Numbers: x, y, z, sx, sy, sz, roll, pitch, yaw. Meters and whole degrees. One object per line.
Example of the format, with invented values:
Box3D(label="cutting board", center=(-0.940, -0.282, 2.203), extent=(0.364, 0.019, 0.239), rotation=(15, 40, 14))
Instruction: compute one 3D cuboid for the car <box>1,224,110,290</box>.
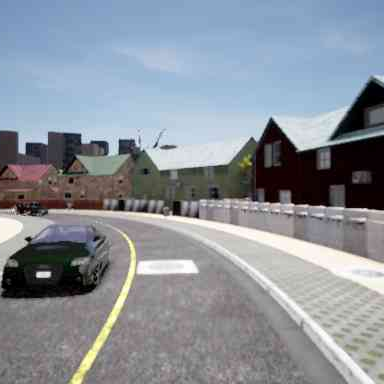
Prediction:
Box3D(label="car", center=(-3.406, 1.590, 9.064), extent=(1.994, 1.385, 4.181), rotation=(0, 0, -7))

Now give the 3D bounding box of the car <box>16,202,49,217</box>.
Box3D(label="car", center=(-17.219, 1.843, 35.810), extent=(4.892, 1.490, 1.837), rotation=(-1, -1, 41))
